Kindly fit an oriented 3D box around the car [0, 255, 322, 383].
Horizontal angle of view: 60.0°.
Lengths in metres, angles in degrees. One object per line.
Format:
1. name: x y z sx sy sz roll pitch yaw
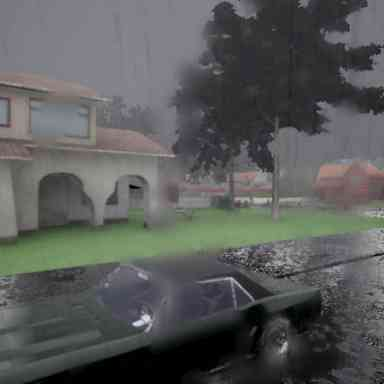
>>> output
1. car: -0.504 1.601 4.241 4.718 1.301 1.895 0 0 -35
